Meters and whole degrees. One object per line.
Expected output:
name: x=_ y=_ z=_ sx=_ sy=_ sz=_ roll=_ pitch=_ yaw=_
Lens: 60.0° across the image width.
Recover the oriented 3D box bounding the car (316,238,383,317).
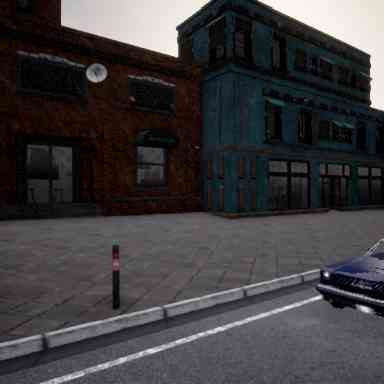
car: x=4.590 y=1.580 z=6.675 sx=4.718 sy=1.301 sz=1.895 roll=0 pitch=0 yaw=-36
